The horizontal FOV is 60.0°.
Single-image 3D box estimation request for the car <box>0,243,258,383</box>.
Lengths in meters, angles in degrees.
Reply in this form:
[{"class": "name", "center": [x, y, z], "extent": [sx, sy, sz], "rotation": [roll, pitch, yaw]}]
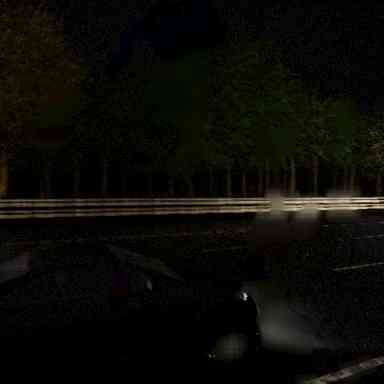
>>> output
[{"class": "car", "center": [-1.194, 1.419, 4.407], "extent": [4.181, 1.385, 1.994], "rotation": [0, 2, -26]}]
